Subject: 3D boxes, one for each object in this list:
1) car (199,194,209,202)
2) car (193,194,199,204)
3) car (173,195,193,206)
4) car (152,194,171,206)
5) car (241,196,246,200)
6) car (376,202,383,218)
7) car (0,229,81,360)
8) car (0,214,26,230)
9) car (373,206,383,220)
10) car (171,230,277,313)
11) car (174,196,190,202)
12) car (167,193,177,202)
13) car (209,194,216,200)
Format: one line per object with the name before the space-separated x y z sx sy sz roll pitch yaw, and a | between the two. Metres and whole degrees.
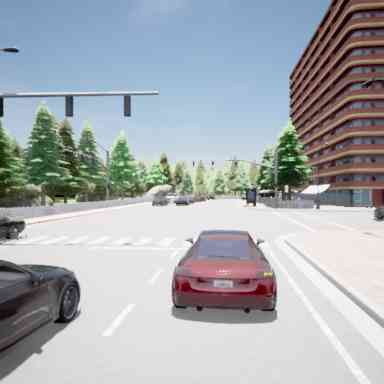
car | 1.544 1.340 74.757 2.097 1.767 4.553 0 0 18
car | -0.387 1.534 64.717 2.033 1.411 5.357 0 0 7
car | -1.489 1.590 55.139 1.895 1.301 4.718 0 0 6
car | -5.164 1.494 53.672 1.837 1.490 4.892 0 0 6
car | 15.600 1.577 90.443 4.718 1.301 1.895 0 0 -40
car | 19.189 1.613 29.968 4.181 1.385 1.994 0 0 6
car | -3.143 1.525 4.264 1.812 1.442 4.674 0 0 6
car | -9.305 1.598 14.187 1.895 1.301 4.718 0 0 6
car | 16.838 1.613 26.539 4.181 1.385 1.994 0 0 6
car | 0.760 1.562 7.765 1.994 1.385 4.181 0 0 6
car | -2.199 1.525 74.399 2.033 1.411 5.357 0 0 15
car | -4.026 1.211 63.956 2.150 2.045 5.566 0 0 7
car | 4.442 1.312 88.325 2.097 1.767 4.553 0 0 36
